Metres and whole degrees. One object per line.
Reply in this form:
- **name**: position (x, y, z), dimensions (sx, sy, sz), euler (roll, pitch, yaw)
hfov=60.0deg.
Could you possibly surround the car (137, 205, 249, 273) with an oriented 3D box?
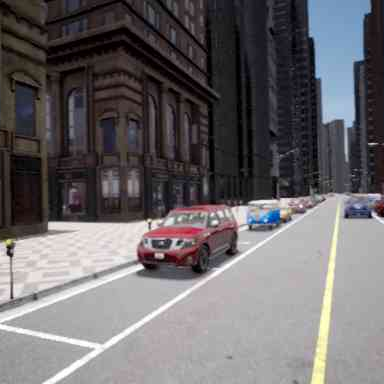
- **car**: position (0.126, 1.429, 11.408), dimensions (2.192, 1.841, 5.009), euler (-2, -1, 24)

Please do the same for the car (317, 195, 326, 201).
- **car**: position (34.308, 1.579, 87.981), dimensions (1.752, 1.417, 4.829), euler (-2, -1, 24)

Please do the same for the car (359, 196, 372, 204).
- **car**: position (30.751, 1.412, 59.101), dimensions (1.802, 1.307, 4.206), euler (-2, -1, 24)

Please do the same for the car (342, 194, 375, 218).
- **car**: position (14.298, 1.281, 28.859), dimensions (2.097, 1.767, 4.553), euler (-2, -1, 24)

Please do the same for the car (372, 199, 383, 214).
- **car**: position (19.335, 1.432, 33.523), dimensions (1.802, 1.307, 4.206), euler (-2, -1, 24)

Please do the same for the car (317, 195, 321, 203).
- **car**: position (20.679, 1.637, 57.444), dimensions (1.947, 1.339, 4.313), euler (-2, -1, 24)

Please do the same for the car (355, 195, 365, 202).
- **car**: position (37.600, 1.366, 74.448), dimensions (1.887, 1.381, 4.507), euler (-2, -1, 24)

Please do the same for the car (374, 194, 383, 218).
- **car**: position (17.046, 1.169, 28.409), dimensions (2.192, 1.841, 5.009), euler (-2, -1, 24)

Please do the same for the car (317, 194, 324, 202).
- **car**: position (25.245, 1.615, 67.674), dimensions (2.008, 1.369, 4.403), euler (-2, -1, 24)

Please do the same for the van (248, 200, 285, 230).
- **van**: position (4.693, 1.443, 21.638), dimensions (1.690, 1.788, 3.998), euler (-2, -1, 24)

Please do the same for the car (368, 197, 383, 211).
- **car**: position (21.686, 1.371, 38.794), dimensions (1.752, 1.417, 4.829), euler (-2, -1, 24)

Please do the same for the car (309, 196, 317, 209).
- **car**: position (16.110, 1.519, 47.214), dimensions (1.967, 1.590, 4.097), euler (-2, -1, 24)

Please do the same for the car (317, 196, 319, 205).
- **car**: position (18.396, 1.656, 52.328), dimensions (1.802, 1.307, 4.206), euler (-2, -1, 24)

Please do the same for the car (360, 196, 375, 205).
- **car**: position (28.468, 1.415, 53.985), dimensions (1.802, 1.307, 4.206), euler (-2, -1, 24)

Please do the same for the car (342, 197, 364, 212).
- **car**: position (18.709, 1.415, 38.839), dimensions (2.128, 1.511, 4.902), euler (-2, -1, 25)

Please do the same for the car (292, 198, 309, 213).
- **car**: position (11.544, 1.527, 36.984), dimensions (1.967, 1.590, 4.097), euler (-2, -1, 24)

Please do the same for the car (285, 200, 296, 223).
- **car**: position (6.910, 1.622, 26.596), dimensions (1.752, 1.417, 4.829), euler (-2, -1, 24)

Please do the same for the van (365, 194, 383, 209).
- **van**: position (23.896, 1.182, 43.756), dimensions (1.690, 1.788, 3.998), euler (-2, -1, 24)

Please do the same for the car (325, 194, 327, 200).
- **car**: position (29.811, 1.603, 77.905), dimensions (1.887, 1.381, 4.507), euler (-2, -1, 24)
